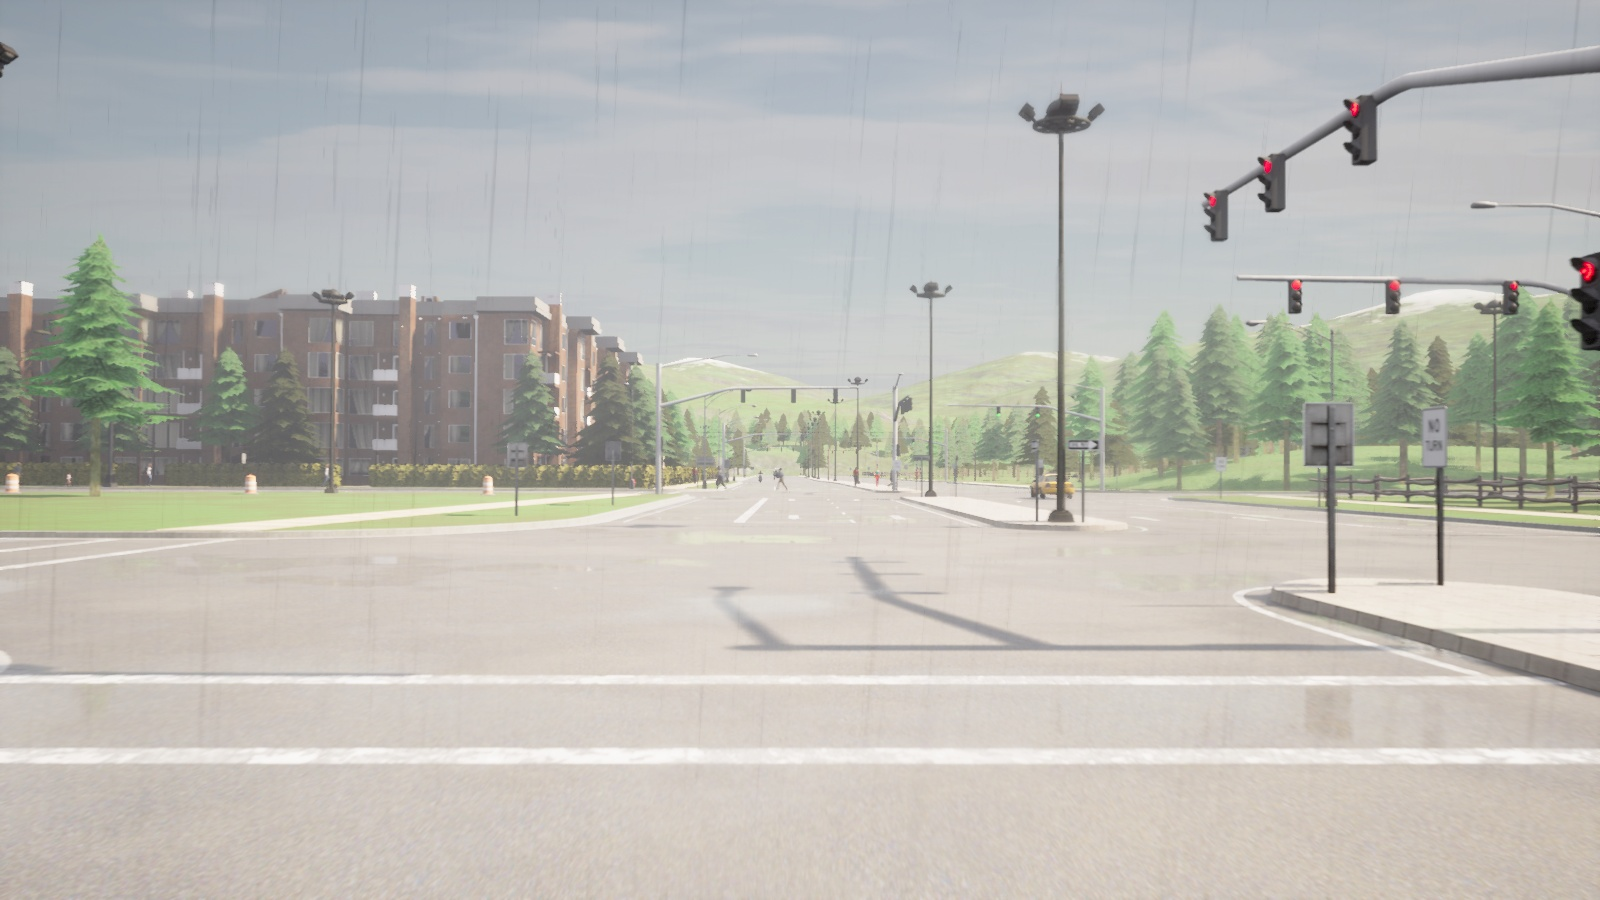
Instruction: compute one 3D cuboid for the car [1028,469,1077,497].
[{"bbox_3d":[14.820,1.933,73.983,1.801,1.575,5.366,0,-1,0],"label":"car"}]
